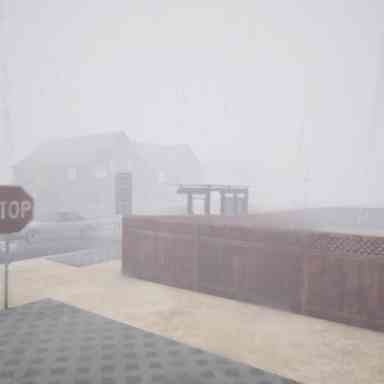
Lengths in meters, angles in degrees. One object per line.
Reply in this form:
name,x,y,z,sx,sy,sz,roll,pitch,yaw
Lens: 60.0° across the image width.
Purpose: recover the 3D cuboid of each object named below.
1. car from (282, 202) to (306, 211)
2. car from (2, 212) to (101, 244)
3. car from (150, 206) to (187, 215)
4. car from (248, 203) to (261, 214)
car,14.187,2.133,46.101,2.033,1.411,5.357,1,0,36
car,-6.932,1.665,16.511,1.895,1.301,4.718,1,0,33
car,-1.088,1.750,24.832,2.033,1.411,5.357,1,0,36
car,5.411,1.868,33.935,1.837,1.490,4.892,1,0,36
